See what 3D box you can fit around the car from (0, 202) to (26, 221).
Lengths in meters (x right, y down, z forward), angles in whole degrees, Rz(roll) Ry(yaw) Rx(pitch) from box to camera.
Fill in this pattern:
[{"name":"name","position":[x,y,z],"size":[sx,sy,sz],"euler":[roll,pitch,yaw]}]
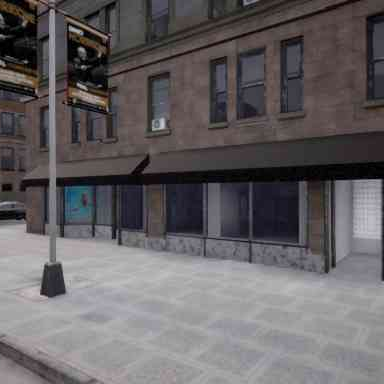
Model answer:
[{"name":"car","position":[-14.200,1.545,25.272],"size":[1.837,1.490,4.892],"euler":[0,0,37]}]
